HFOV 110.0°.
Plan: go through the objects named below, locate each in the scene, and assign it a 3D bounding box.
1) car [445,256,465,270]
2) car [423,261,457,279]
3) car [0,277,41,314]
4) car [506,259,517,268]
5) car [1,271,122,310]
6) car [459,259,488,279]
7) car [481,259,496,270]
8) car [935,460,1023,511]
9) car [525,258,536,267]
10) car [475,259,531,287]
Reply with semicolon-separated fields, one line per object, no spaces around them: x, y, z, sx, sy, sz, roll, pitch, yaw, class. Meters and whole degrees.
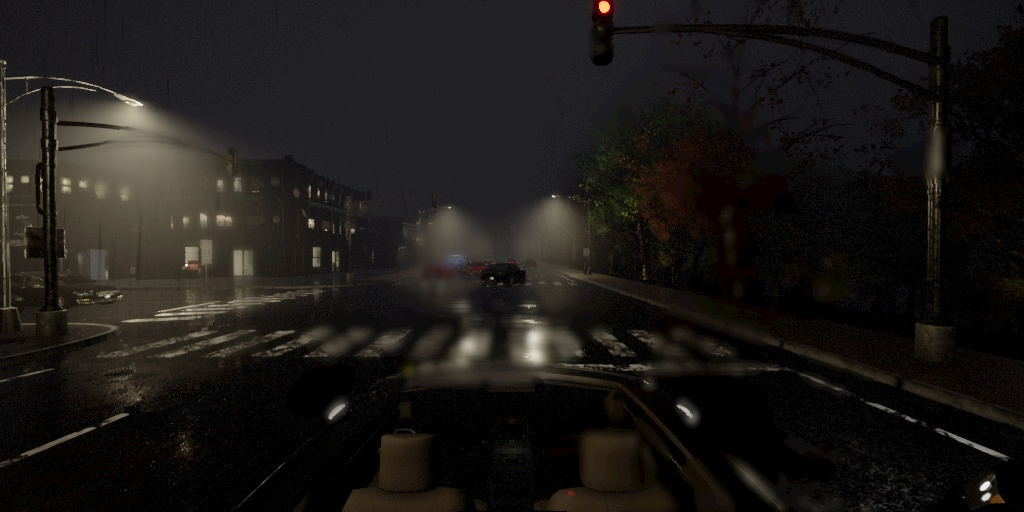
-6.677;0.957;42.771;2.150;2.045;5.566;0;0;0;car
-6.661;1.341;32.866;1.895;1.301;4.718;0;0;2;car
-19.971;1.565;12.521;4.313;1.339;1.948;0;0;0;car
-0.037;1.231;63.189;1.837;1.490;4.892;0;0;0;car
-19.614;1.469;15.228;4.892;1.490;1.837;0;1;0;car
-3.411;1.266;33.087;1.812;1.442;4.674;0;0;0;car
-3.445;1.209;53.445;1.882;1.535;5.008;0;0;0;car
3.356;1.314;0.208;1.994;1.385;4.181;0;0;0;car
3.213;1.204;63.215;1.882;1.535;5.008;0;0;0;car
-0.474;1.221;24.443;1.882;1.535;5.008;1;0;18;car
